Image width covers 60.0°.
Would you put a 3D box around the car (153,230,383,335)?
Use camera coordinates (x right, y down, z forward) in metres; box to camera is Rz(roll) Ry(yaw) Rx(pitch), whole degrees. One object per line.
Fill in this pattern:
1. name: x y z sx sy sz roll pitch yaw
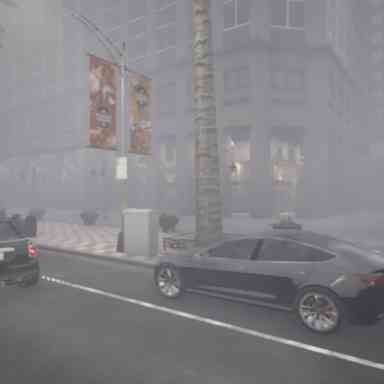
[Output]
1. car: 1.361 1.519 6.816 4.786 1.482 2.161 0 0 35

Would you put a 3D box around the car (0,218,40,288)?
1. car: -5.747 1.371 8.085 4.553 1.767 2.097 0 0 36
